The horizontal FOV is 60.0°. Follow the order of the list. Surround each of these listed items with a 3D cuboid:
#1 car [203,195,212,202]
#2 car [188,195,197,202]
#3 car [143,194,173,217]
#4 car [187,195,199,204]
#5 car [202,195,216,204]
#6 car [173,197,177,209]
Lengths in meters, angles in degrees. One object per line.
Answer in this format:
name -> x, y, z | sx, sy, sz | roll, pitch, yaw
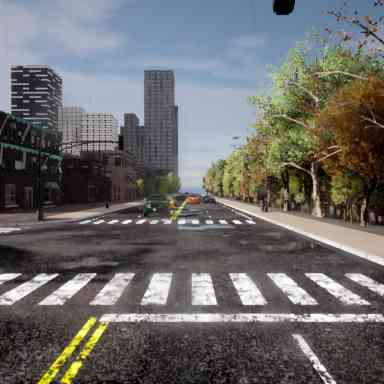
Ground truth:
car -> 3.364, 1.471, 73.109 | 1.837, 1.490, 4.892 | 0, 0, 0
car -> 0.126, 1.448, 72.843 | 1.882, 1.535, 5.008 | 0, 0, 0
car -> -3.293, 1.212, 32.085 | 2.150, 2.045, 5.566 | 0, 0, 0
car -> 0.195, 1.328, 63.022 | 2.097, 1.767, 4.553 | 0, 0, 0
car -> 3.450, 1.540, 63.153 | 1.994, 1.385, 4.181 | 0, 0, 0
car -> -3.272, 1.463, 42.267 | 1.882, 1.535, 5.008 | 0, 0, 0
